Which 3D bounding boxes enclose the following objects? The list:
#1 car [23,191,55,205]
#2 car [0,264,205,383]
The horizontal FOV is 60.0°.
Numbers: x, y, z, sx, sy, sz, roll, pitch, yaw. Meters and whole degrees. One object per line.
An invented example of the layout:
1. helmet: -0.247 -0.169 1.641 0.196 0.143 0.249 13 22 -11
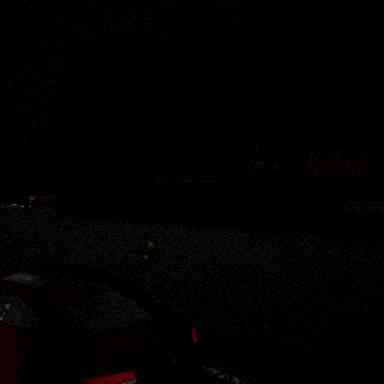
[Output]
1. car: -19.027 0.732 42.467 2.097 1.767 4.553 1 2 36
2. car: -1.810 1.581 4.093 4.206 1.307 1.802 0 1 36
